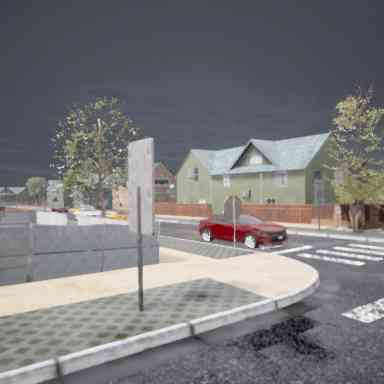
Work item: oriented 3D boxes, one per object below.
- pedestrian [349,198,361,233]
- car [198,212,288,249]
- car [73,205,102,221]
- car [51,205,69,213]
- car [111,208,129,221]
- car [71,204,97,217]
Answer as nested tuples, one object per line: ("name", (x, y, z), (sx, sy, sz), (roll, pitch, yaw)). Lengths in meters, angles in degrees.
("pedestrian", (8.574, 1.243, 17.546), (0.375, 1.860, 0.375), (-3, 2, -36))
("car", (2.322, 1.732, 16.219), (1.882, 1.535, 5.008), (-1, -1, -36))
("car", (-10.844, 2.316, 34.614), (1.812, 1.442, 4.674), (-1, -1, -36))
("car", (-21.983, 2.897, 55.235), (1.895, 1.301, 4.718), (-1, -1, -35))
("car", (-4.674, 2.017, 25.996), (1.882, 1.535, 5.008), (-1, -1, -36))
("car", (-14.641, 2.474, 44.973), (1.882, 1.535, 5.008), (-1, -1, -36))
